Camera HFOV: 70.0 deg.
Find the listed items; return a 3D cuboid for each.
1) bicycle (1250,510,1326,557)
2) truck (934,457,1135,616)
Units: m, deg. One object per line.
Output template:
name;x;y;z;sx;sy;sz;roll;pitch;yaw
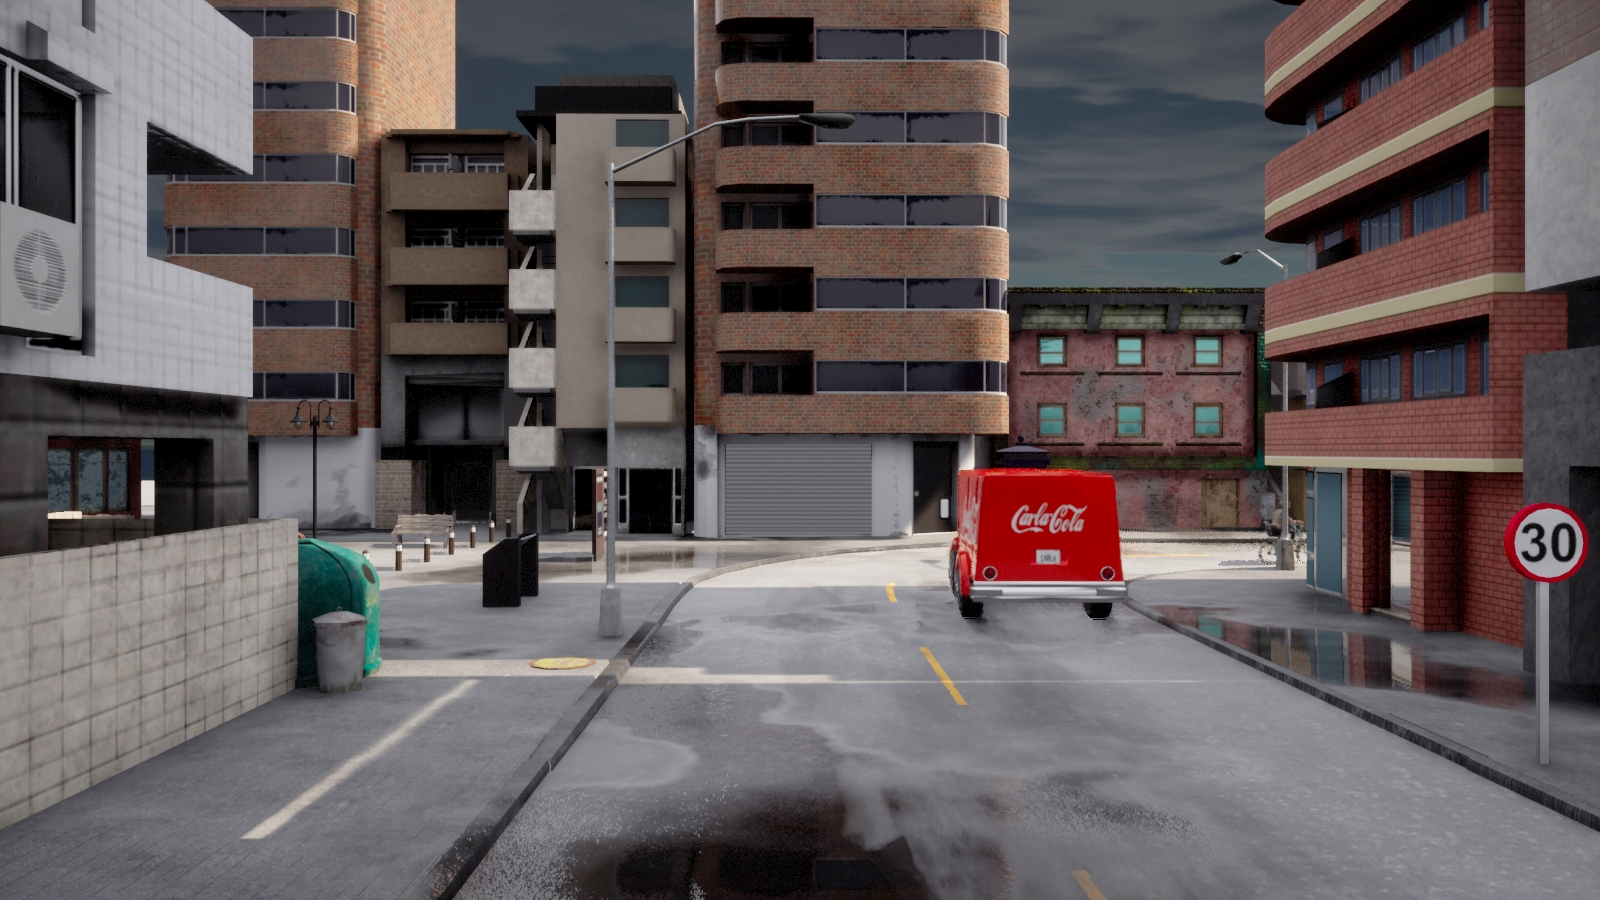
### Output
bicycle;12.001;2.048;28.111;1.487;1.080;0.859;0;1;-6
truck;3.947;1.353;20.340;2.627;2.467;5.204;0;0;2
